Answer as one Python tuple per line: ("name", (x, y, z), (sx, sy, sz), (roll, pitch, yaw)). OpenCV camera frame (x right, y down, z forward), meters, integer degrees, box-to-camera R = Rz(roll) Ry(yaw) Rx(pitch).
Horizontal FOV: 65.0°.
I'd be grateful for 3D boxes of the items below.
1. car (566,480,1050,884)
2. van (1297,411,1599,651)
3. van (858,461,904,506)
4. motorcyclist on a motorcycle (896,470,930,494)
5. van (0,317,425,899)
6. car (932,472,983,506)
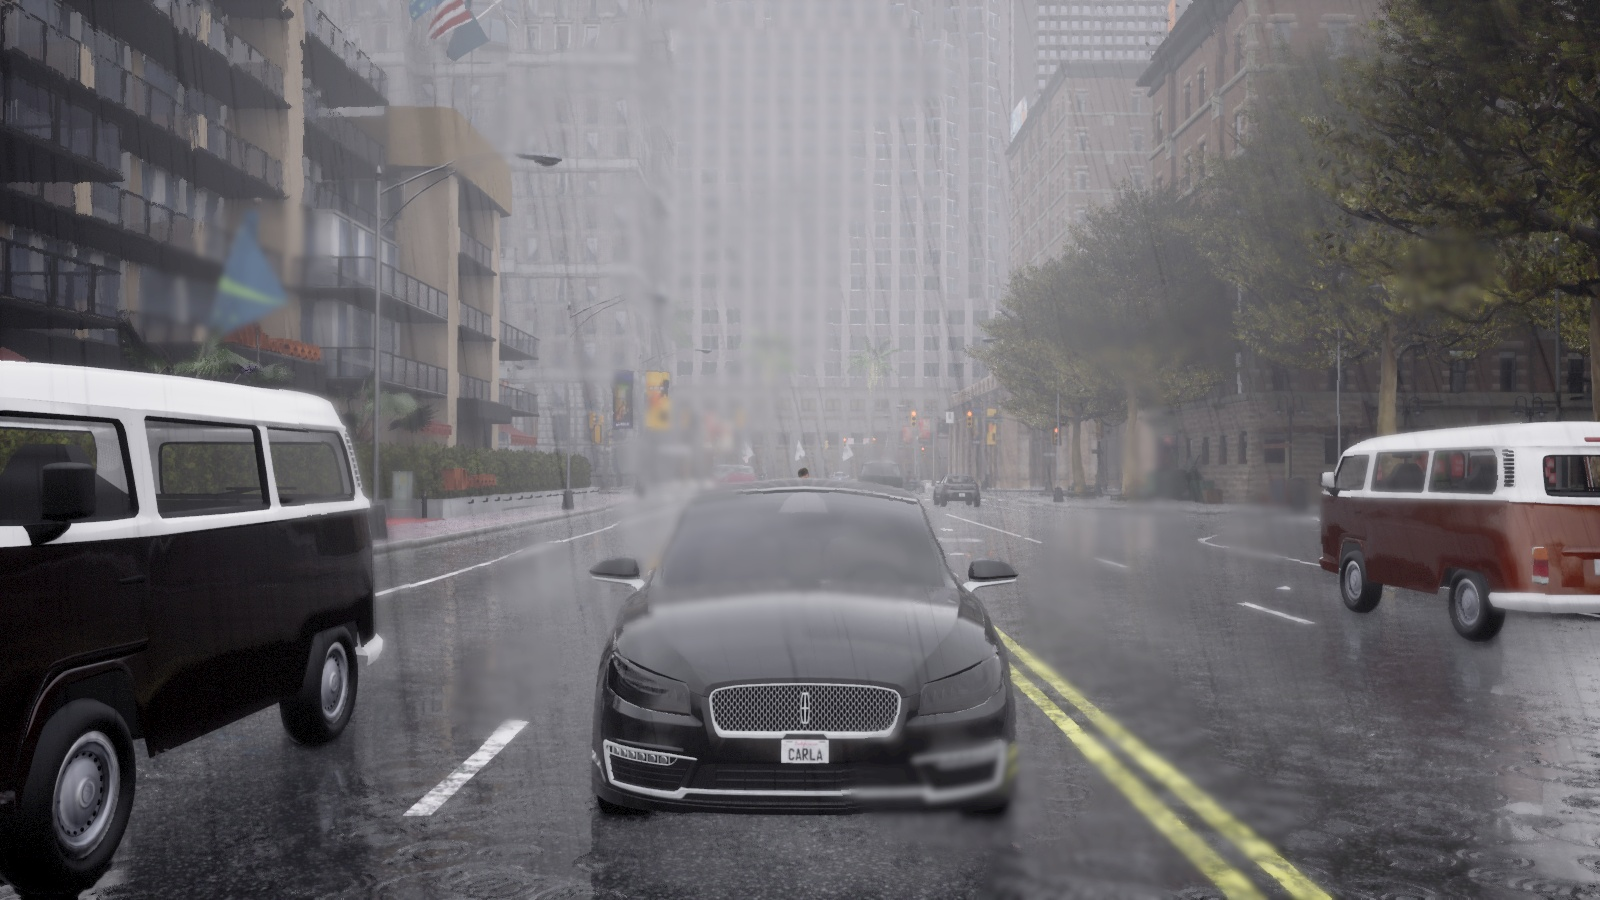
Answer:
("car", (0.033, 0.940, 7.223), (1.837, 1.490, 4.892), (0, -1, 0))
("van", (7.046, 0.726, 12.933), (2.069, 2.038, 4.480), (0, -1, 0))
("van", (3.651, 1.509, 57.182), (1.775, 1.987, 4.442), (0, -1, 0))
("motorcyclist on a motorcycle", (7.674, 2.169, 85.648), (0.766, 1.649, 2.350), (2, -2, -45))
("van", (-3.470, 0.650, 5.862), (2.069, 2.038, 4.480), (0, -1, 0))
("car", (7.152, 1.760, 57.314), (1.816, 1.474, 4.193), (0, -1, 0))
